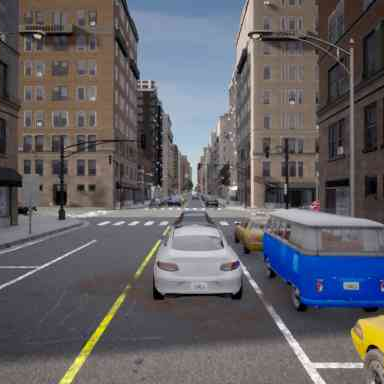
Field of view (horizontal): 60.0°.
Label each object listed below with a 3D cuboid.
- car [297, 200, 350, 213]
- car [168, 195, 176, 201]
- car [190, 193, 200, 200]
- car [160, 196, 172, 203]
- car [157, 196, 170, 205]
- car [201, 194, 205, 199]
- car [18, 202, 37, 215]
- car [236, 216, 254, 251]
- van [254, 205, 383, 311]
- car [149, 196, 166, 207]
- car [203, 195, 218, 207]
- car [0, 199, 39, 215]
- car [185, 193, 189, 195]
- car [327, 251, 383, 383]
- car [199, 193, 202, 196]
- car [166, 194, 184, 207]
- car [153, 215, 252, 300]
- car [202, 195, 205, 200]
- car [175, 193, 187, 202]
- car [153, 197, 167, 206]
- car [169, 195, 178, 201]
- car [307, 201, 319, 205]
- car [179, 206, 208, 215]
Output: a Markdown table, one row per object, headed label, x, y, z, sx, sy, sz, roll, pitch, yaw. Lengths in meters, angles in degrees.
| label | x | y | z | sx | sy | sz | roll | pitch | yaw |
| --- | --- | --- | --- | --- | --- | --- | --- | --- | --- |
| car | 15.247 | 1.712 | 38.787 | 5.357 | 1.411 | 2.033 | 0 | -1 | 0 |
| car | -5.010 | 1.527 | 83.900 | 1.752 | 1.417 | 4.829 | 1 | 0 | 1 |
| car | 0.951 | 1.523 | 91.829 | 1.812 | 1.442 | 4.674 | 0 | 0 | 1 |
| car | -5.240 | 1.549 | 67.483 | 1.887 | 1.381 | 4.507 | 1 | 0 | 1 |
| car | -5.318 | 1.556 | 61.954 | 2.008 | 1.369 | 4.403 | 1 | 0 | 1 |
| car | 3.207 | 1.555 | 61.842 | 2.008 | 1.369 | 4.403 | 1 | 0 | 1 |
| car | -16.514 | 1.444 | 29.086 | 4.718 | 1.301 | 1.895 | 0 | -1 | 1 |
| car | 2.692 | 1.527 | 13.288 | 1.752 | 1.417 | 4.829 | 1 | 0 | 0 |
| van | 2.686 | 1.342 | 7.445 | 1.690 | 1.788 | 3.998 | 1 | 0 | 0 |
| car | -5.473 | 1.588 | 50.897 | 1.802 | 1.307 | 4.206 | 1 | 0 | 1 |
| car | 3.052 | 1.571 | 50.782 | 1.947 | 1.339 | 4.313 | 1 | 0 | 1 |
| car | -18.055 | 1.411 | 32.354 | 5.357 | 1.411 | 2.033 | 0 | -1 | 0 |
| car | -2.326 | 1.359 | 72.011 | 2.097 | 1.767 | 4.553 | 0 | 0 | 1 |
| car | 2.678 | 1.526 | 1.941 | 1.752 | 1.417 | 4.829 | 1 | 0 | 0 |
| car | 3.594 | 1.549 | 89.493 | 2.008 | 1.369 | 4.403 | 1 | 0 | 1 |
| car | -2.693 | 1.483 | 52.224 | 1.882 | 1.535 | 5.008 | 0 | 0 | 1 |
| car | 0.086 | 1.527 | 8.293 | 1.812 | 1.442 | 4.674 | 0 | 0 | -1 |
| car | 3.130 | 1.549 | 56.312 | 1.887 | 1.381 | 4.507 | 1 | 0 | 1 |
| car | -2.533 | 1.482 | 61.884 | 1.882 | 1.535 | 5.008 | 0 | 0 | 1 |
| car | -5.395 | 1.571 | 56.426 | 1.947 | 1.339 | 4.313 | 1 | 0 | 1 |
| car | -4.931 | 1.565 | 89.598 | 1.947 | 1.339 | 4.313 | 1 | 0 | 1 |
| car | 15.598 | 1.356 | 35.539 | 5.566 | 2.045 | 2.150 | 0 | -1 | 0 |
| car | 0.110 | 1.566 | 15.629 | 1.994 | 1.385 | 4.181 | 0 | 0 | 0 |
